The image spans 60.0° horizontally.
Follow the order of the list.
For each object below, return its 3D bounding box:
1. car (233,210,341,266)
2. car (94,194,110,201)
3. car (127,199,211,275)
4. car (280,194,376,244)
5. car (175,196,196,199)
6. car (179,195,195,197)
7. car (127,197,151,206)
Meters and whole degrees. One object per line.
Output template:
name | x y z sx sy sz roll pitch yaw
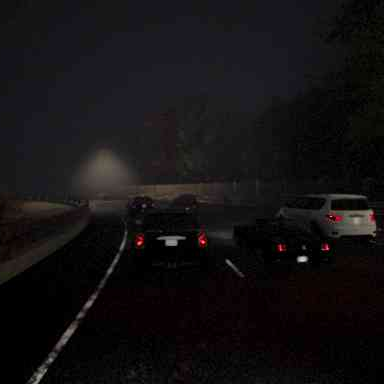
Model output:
car | 2.749 1.514 11.183 1.895 1.301 4.718 0 0 -6
car | -19.364 1.106 71.512 2.033 1.411 5.357 0 0 -37
car | -0.726 1.282 10.452 2.097 1.767 4.553 0 0 -6
car | 5.759 1.105 15.043 2.150 2.045 5.566 0 1 -8
car | -1.001 1.366 29.497 1.994 1.385 4.181 0 0 -16
car | -0.898 1.081 40.040 2.097 1.767 4.553 0 0 -22
car | -4.437 1.168 28.771 2.097 1.767 4.553 0 0 -16
